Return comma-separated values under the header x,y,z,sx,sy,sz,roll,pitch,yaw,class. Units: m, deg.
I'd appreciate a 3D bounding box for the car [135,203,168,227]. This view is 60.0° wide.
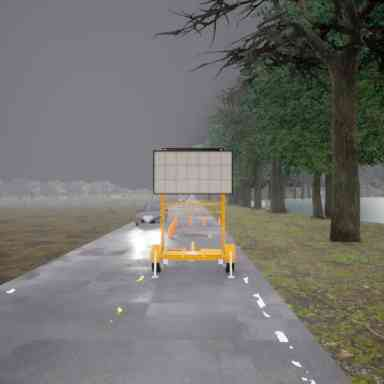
x,y,z,sx,sy,sz,roll,pitch,yaw,class
-2.772,1.539,23.360,2.128,1.511,4.902,0,0,0,car

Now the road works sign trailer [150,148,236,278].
x,y,z,sx,sy,sz,roll,pitch,yaw,class
0.033,0.475,10.124,2.380,3.560,2.880,0,0,0,road works sign trailer

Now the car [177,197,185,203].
x,y,z,sx,sy,sz,roll,pitch,yaw,class
-2.489,1.898,77.238,2.128,1.511,4.902,0,0,0,car
